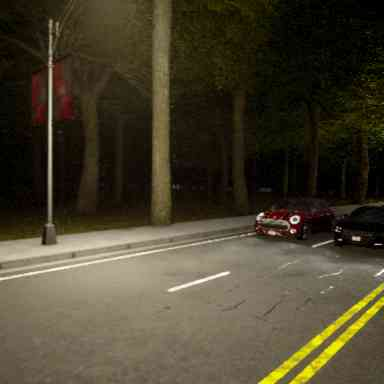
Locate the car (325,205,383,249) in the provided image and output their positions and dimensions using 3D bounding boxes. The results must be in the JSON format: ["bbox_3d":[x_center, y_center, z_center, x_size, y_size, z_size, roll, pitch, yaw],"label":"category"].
[{"bbox_3d":[7.220,1.282,12.994,1.882,1.535,5.008,2,2,43],"label":"car"}]

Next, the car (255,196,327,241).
[{"bbox_3d":[4.786,1.062,15.140,2.097,1.767,4.553,2,2,43],"label":"car"}]
